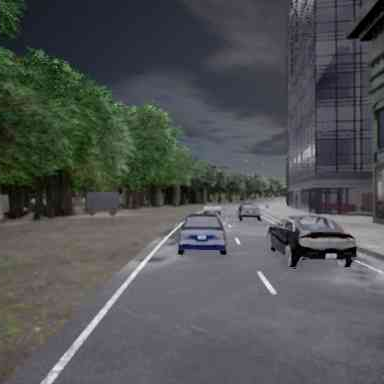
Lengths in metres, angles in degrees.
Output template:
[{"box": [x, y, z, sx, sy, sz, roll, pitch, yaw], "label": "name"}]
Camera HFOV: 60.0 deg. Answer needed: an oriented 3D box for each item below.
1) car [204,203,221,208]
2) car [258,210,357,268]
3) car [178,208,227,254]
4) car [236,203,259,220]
[{"box": [2.412, 1.872, 38.296, 1.895, 1.301, 4.718, 0, -1, 7], "label": "car"}, {"box": [3.871, 1.545, 11.479, 2.128, 1.511, 4.902, 0, 0, 2], "label": "car"}, {"box": [0.447, 1.611, 13.845, 2.033, 1.411, 5.357, 0, 0, 3], "label": "car"}, {"box": [5.034, 1.729, 29.779, 2.033, 1.411, 5.357, 0, -1, 5], "label": "car"}]
